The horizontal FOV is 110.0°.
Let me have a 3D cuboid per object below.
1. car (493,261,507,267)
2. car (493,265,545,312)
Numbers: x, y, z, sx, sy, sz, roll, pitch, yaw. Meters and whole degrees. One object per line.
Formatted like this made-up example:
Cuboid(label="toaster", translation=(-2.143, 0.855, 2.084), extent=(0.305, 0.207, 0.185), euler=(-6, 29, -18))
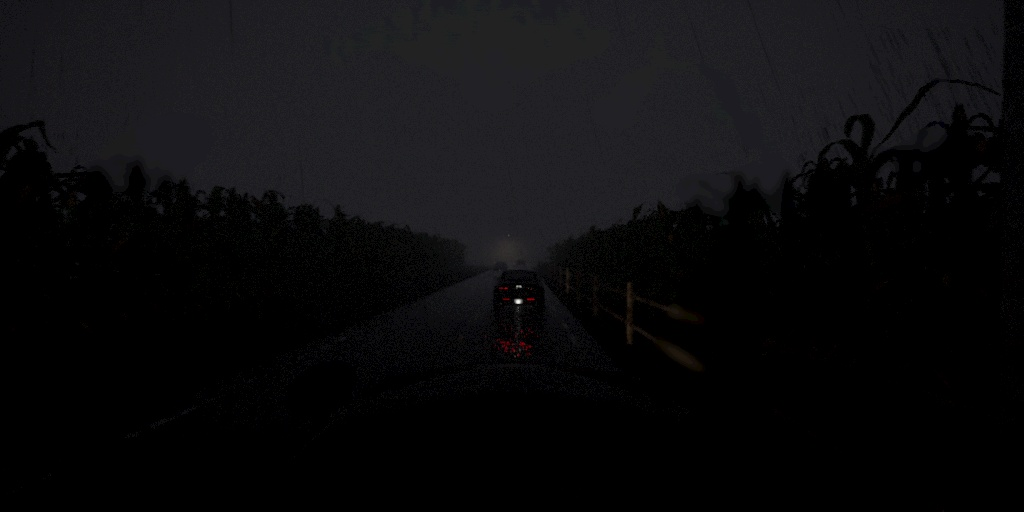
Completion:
Cuboid(label="car", translation=(-1.553, 1.464, 49.658), extent=(2.033, 1.411, 5.357), euler=(1, 0, 1))
Cuboid(label="car", translation=(0.283, 1.283, 14.487), extent=(1.837, 1.490, 4.892), euler=(1, 0, 1))
